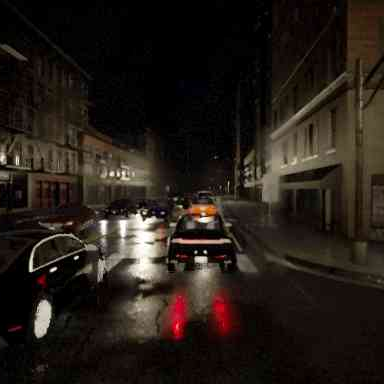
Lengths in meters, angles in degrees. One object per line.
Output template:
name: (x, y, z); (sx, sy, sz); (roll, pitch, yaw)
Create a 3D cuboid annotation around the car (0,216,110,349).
car: (-3.057, 1.457, 6.241); (1.837, 1.490, 4.892); (0, 1, 1)

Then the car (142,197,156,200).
car: (-4.994, 1.291, 37.599); (1.895, 1.301, 4.718); (0, 1, 5)

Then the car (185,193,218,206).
car: (0.844, 1.158, 24.838); (2.097, 1.767, 4.553); (0, 0, 3)

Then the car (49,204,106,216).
car: (-6.208, 1.390, 17.271); (1.812, 1.442, 4.674); (0, 0, 2)

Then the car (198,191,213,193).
car: (1.603, 0.911, 38.068); (2.150, 2.045, 5.566); (0, 1, 5)

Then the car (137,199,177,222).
car: (-2.454, 1.410, 24.338); (1.895, 1.301, 4.718); (0, 1, 2)

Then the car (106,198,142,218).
car: (-5.715, 1.285, 27.356); (1.837, 1.490, 4.892); (0, 1, 3)

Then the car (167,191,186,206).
car: (-1.592, 0.902, 38.920); (2.150, 2.045, 5.566); (0, 1, 5)

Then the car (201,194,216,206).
car: (2.459, 1.076, 48.411); (1.882, 1.535, 5.008); (0, 1, 5)

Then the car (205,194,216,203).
car: (3.281, 1.035, 58.247); (1.812, 1.442, 4.674); (0, 1, 5)

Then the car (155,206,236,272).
car: (0.274, 1.412, 10.467); (2.128, 1.511, 4.902); (0, 0, 1)

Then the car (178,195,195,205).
car: (-0.758, 1.139, 48.947); (2.033, 1.411, 5.357); (0, 1, 5)

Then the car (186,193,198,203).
car: (0.042, 1.010, 58.517); (1.837, 1.490, 4.892); (0, 1, 5)
